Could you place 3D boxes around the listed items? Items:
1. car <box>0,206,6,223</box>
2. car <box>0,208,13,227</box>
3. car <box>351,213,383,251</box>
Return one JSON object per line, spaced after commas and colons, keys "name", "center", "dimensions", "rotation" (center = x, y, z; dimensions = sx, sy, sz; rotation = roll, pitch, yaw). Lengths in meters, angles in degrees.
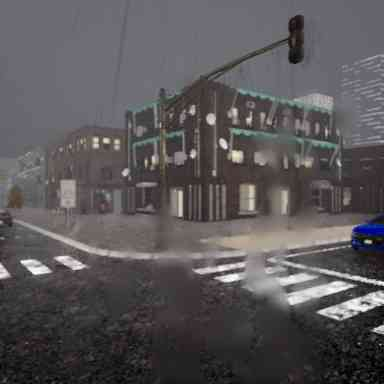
{"name": "car", "center": [-17.384, 1.927, 28.717], "dimensions": [1.802, 1.307, 4.206], "rotation": [-1, 0, -35]}
{"name": "car", "center": [-14.175, 1.833, 24.207], "dimensions": [2.008, 1.369, 4.403], "rotation": [-1, 0, -35]}
{"name": "car", "center": [8.523, 1.588, 13.767], "dimensions": [5.008, 1.535, 1.882], "rotation": [1, 0, -36]}
